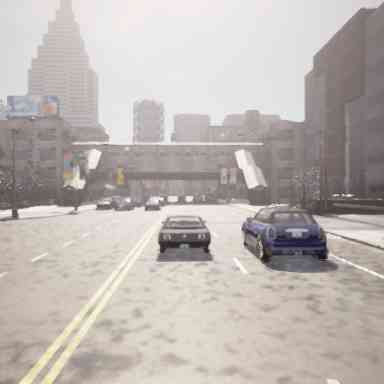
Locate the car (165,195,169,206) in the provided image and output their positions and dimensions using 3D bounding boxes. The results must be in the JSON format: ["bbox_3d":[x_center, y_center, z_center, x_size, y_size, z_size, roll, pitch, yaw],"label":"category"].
[{"bbox_3d":[-5.218,1.554,53.418,2.033,1.411,5.357,0,0,-1],"label":"car"}]

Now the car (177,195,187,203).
[{"bbox_3d":[-2.176,1.492,69.948,1.837,1.490,4.892,0,0,-1],"label":"car"}]

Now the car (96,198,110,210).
[{"bbox_3d":[-11.291,1.504,44.115,2.097,1.535,5.008,0,0,-2],"label":"car"}]

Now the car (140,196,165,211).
[{"bbox_3d":[-4.884,1.555,42.160,2.033,1.411,5.357,0,0,-1],"label":"car"}]

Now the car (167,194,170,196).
[{"bbox_3d":[-5.589,1.511,66.175,1.837,1.490,4.892,0,0,-2],"label":"car"}]

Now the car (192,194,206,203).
[{"bbox_3d":[1.323,1.508,70.059,2.128,1.511,4.902,0,0,-1],"label":"car"}]

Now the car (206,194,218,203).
[{"bbox_3d":[4.410,1.574,73.066,1.895,1.301,4.718,0,0,-2],"label":"car"}]

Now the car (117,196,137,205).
[{"bbox_3d":[-11.950,1.504,61.303,2.231,1.521,4.892,0,0,8],"label":"car"}]

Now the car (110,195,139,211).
[{"bbox_3d":[-8.376,1.508,41.669,2.128,1.511,4.902,0,0,-1],"label":"car"}]

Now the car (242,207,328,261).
[{"bbox_3d":[3.202,1.341,12.414,2.097,1.767,4.553,0,0,-1],"label":"car"}]

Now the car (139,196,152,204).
[{"bbox_3d":[-9.058,1.493,65.040,1.882,1.535,5.008,0,0,-2],"label":"car"}]

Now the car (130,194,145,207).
[{"bbox_3d":[-8.656,1.368,50.783,2.097,1.767,4.553,0,0,-1],"label":"car"}]

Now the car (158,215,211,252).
[{"bbox_3d":[-0.322,1.600,13.804,1.895,1.301,4.718,0,0,-2],"label":"car"}]

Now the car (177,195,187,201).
[{"bbox_3d":[-2.426,1.454,80.361,2.128,1.511,4.902,0,0,-2],"label":"car"}]

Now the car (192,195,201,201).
[{"bbox_3d":[1.073,1.444,80.467,1.812,1.442,4.674,0,0,-2],"label":"car"}]

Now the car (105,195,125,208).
[{"bbox_3d":[-11.638,1.378,50.532,2.185,1.767,4.553,0,0,-2],"label":"car"}]
